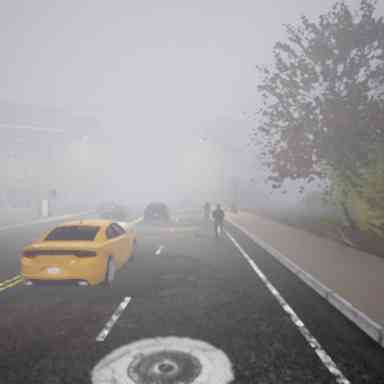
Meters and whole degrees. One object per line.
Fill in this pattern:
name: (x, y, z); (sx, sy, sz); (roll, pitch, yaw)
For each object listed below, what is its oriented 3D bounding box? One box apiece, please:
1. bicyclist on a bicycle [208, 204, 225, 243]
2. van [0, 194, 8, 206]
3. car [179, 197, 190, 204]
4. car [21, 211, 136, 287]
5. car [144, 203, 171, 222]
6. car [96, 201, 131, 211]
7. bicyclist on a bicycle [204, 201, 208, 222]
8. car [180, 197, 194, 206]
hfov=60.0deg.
bicyclist on a bicycle: (1.228, 1.436, 15.554); (0.659, 1.776, 1.843); (0, 0, 0)
van: (-31.352, 1.265, 52.865); (3.998, 1.788, 1.690); (1, -1, -31)
car: (-1.683, 1.856, 73.949); (2.033, 1.411, 5.357); (0, 0, -5)
car: (-2.887, 1.533, 9.539); (1.882, 1.535, 5.008); (0, 0, 1)
car: (-2.840, 1.615, 27.793); (1.882, 1.535, 5.008); (0, 0, -1)
car: (-6.283, 1.717, 27.803); (1.994, 1.385, 4.181); (0, 0, -1)
bicyclist on a bicycle: (1.220, 1.567, 26.608); (0.582, 1.620, 1.656); (0, -1, 0)
car: (-0.622, 1.818, 59.000); (1.994, 1.385, 4.181); (0, 0, -3)
